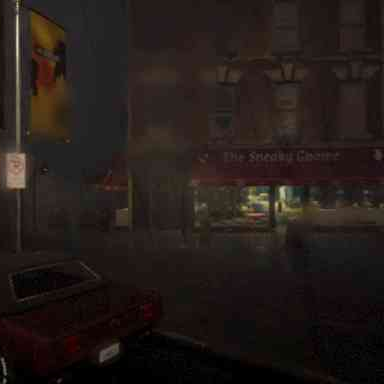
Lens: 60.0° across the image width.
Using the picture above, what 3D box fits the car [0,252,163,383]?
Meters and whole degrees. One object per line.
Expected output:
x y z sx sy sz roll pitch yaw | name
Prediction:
-2.840 1.641 5.188 4.718 1.301 1.895 -1 0 33 | car
